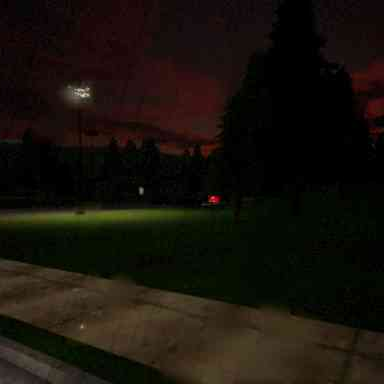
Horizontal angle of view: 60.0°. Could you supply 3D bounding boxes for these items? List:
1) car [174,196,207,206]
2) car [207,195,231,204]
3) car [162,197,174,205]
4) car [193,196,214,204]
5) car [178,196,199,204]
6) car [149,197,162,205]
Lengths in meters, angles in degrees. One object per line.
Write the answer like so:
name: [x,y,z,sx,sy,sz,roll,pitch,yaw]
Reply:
car: [-0.204,1.479,53.999,2.128,1.511,4.902,0,0,34]
car: [5.249,1.210,62.496,2.150,2.045,5.566,0,0,33]
car: [-2.650,1.550,56.645,1.994,1.385,4.181,0,0,33]
car: [2.297,1.512,64.376,1.812,1.442,4.674,0,0,33]
car: [-0.638,1.511,66.282,1.812,1.442,4.674,0,0,33]
car: [-5.584,1.549,58.554,1.994,1.385,4.181,0,0,33]
